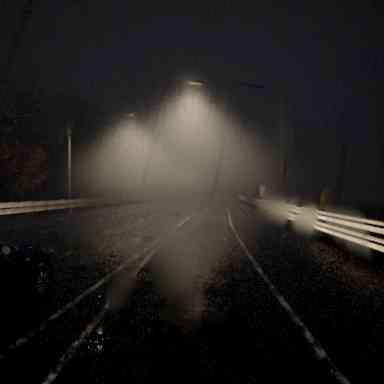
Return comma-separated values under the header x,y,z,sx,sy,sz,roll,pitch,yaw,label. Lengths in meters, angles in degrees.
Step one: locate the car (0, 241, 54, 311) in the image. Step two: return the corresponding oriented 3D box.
x,y,z,sx,sy,sz,roll,pitch,yaw,label
-4.260,1.336,5.587,2.097,1.767,4.553,0,0,5,car
